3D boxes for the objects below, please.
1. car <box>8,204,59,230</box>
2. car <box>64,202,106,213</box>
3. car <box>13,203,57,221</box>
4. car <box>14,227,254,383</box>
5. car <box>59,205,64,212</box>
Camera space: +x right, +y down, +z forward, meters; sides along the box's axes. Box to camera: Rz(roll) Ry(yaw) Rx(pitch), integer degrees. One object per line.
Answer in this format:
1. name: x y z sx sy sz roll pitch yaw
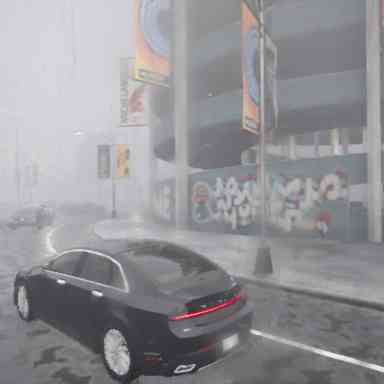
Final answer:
1. car: -10.898 1.766 22.818 2.033 1.411 5.357 0 0 -12
2. car: -13.063 1.904 41.801 2.033 1.411 5.357 0 0 19
3. car: -14.812 1.827 31.651 1.812 1.442 4.674 0 0 2
4. car: -1.318 1.549 5.582 4.892 1.490 1.837 -1 0 43
5. car: -15.819 1.995 44.833 1.895 1.301 4.718 -1 0 22
